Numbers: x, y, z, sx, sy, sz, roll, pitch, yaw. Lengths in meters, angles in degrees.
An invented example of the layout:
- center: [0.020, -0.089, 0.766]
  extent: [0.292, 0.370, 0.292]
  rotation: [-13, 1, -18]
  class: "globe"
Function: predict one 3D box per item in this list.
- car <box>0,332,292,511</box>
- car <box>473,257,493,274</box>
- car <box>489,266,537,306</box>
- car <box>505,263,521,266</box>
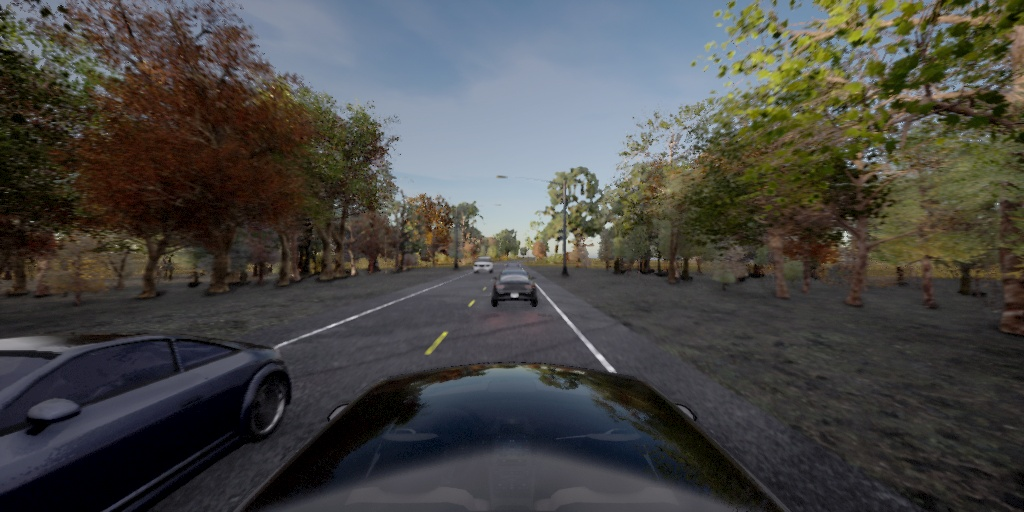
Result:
- center: [-3.599, 1.318, 2.539]
  extent: [1.994, 1.385, 4.181]
  rotation: [0, 0, 0]
  class: "car"
- center: [-3.542, 1.144, 45.129]
  extent: [2.150, 2.045, 5.566]
  rotation: [0, 0, 0]
  class: "car"
- center: [0.105, 1.332, 15.967]
  extent: [1.812, 1.442, 4.674]
  rotation: [0, 0, 0]
  class: "car"
- center: [0.111, 1.458, 37.582]
  extent: [1.994, 1.385, 4.181]
  rotation: [0, 0, 0]
  class: "car"
